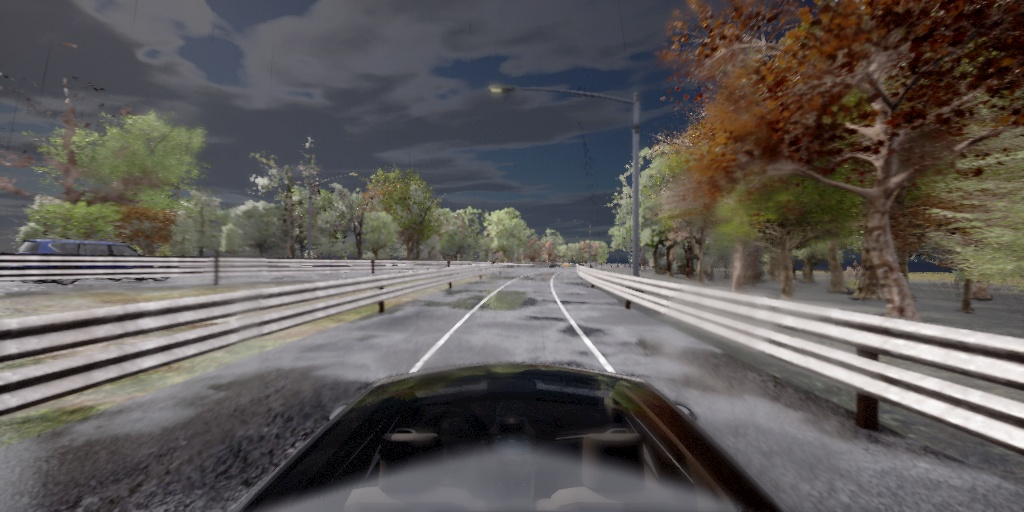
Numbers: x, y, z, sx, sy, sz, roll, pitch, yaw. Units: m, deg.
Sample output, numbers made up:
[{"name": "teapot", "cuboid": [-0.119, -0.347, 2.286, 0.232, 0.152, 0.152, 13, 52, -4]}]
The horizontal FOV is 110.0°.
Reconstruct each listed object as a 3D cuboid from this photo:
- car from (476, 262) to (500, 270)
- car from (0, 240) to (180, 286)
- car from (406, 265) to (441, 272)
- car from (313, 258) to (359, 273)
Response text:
[{"name": "car", "cuboid": [-4.522, 1.631, 63.084, 2.128, 1.511, 4.902, 0, -1, 23]}, {"name": "car", "cuboid": [-20.405, 0.316, 17.984, 2.150, 2.045, 5.566, 0, -1, 24]}, {"name": "car", "cuboid": [-10.080, 1.210, 41.443, 2.033, 1.411, 5.357, 0, -1, 23]}, {"name": "car", "cuboid": [-18.883, 0.994, 38.811, 1.882, 1.535, 5.008, 0, -1, 24]}]
